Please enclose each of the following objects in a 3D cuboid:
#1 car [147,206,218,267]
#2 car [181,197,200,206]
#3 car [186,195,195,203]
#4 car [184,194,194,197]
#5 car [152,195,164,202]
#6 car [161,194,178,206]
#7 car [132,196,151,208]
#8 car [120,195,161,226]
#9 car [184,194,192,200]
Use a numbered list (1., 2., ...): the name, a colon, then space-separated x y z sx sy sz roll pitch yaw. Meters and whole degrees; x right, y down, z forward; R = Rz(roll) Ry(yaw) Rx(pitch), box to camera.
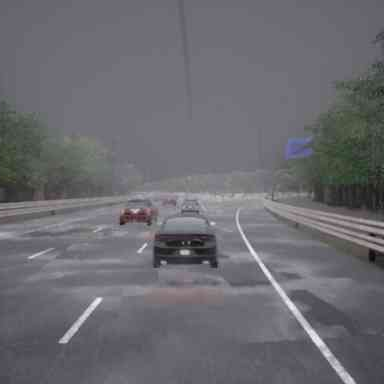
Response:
1. car: -0.195 1.467 11.404 1.882 1.535 5.008 0 0 0
2. car: -0.160 1.493 33.304 2.033 1.411 5.357 0 0 0
3. car: -0.367 1.414 71.065 1.882 1.535 5.008 0 0 -1
4. car: -0.127 1.455 50.511 1.812 1.442 4.674 0 0 0
5. car: -7.427 1.436 73.315 2.128 1.511 4.902 0 0 -2
6. car: -3.534 1.257 53.369 2.097 1.767 4.553 0 0 0
7. car: -7.023 1.369 46.909 1.882 1.535 5.008 0 0 0
8. car: -3.600 1.304 23.275 2.097 1.767 4.553 0 0 0
9. car: -1.092 1.340 90.837 2.097 1.767 4.553 0 0 -3
